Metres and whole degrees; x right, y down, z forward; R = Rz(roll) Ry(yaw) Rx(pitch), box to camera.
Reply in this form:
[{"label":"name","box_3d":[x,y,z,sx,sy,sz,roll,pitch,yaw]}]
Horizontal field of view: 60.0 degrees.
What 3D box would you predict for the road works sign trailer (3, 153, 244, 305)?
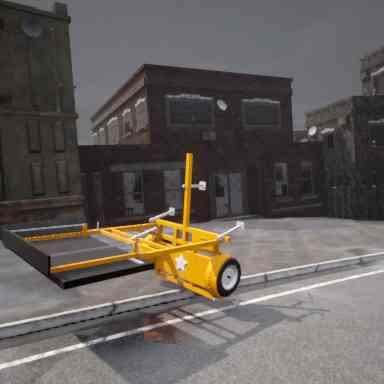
[{"label":"road works sign trailer","box_3d":[-1.056,0.691,5.840,3.560,2.880,2.380,-2,7,-44]}]
